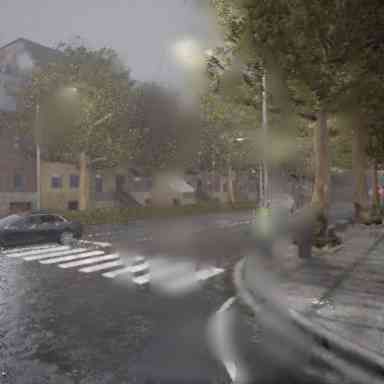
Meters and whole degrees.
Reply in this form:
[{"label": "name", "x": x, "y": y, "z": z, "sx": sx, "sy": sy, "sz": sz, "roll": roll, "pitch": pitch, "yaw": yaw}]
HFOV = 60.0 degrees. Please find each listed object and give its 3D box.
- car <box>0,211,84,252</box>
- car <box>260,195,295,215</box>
[{"label": "car", "x": -7.033, "y": 1.623, "z": 14.036, "sx": 1.837, "sy": 1.490, "sz": 4.892, "roll": 0, "pitch": 0, "yaw": 43}, {"label": "car", "x": 9.397, "y": 1.340, "z": 36.223, "sx": 2.150, "sy": 2.045, "sz": 5.566, "roll": -1, "pitch": -1, "yaw": 36}]
